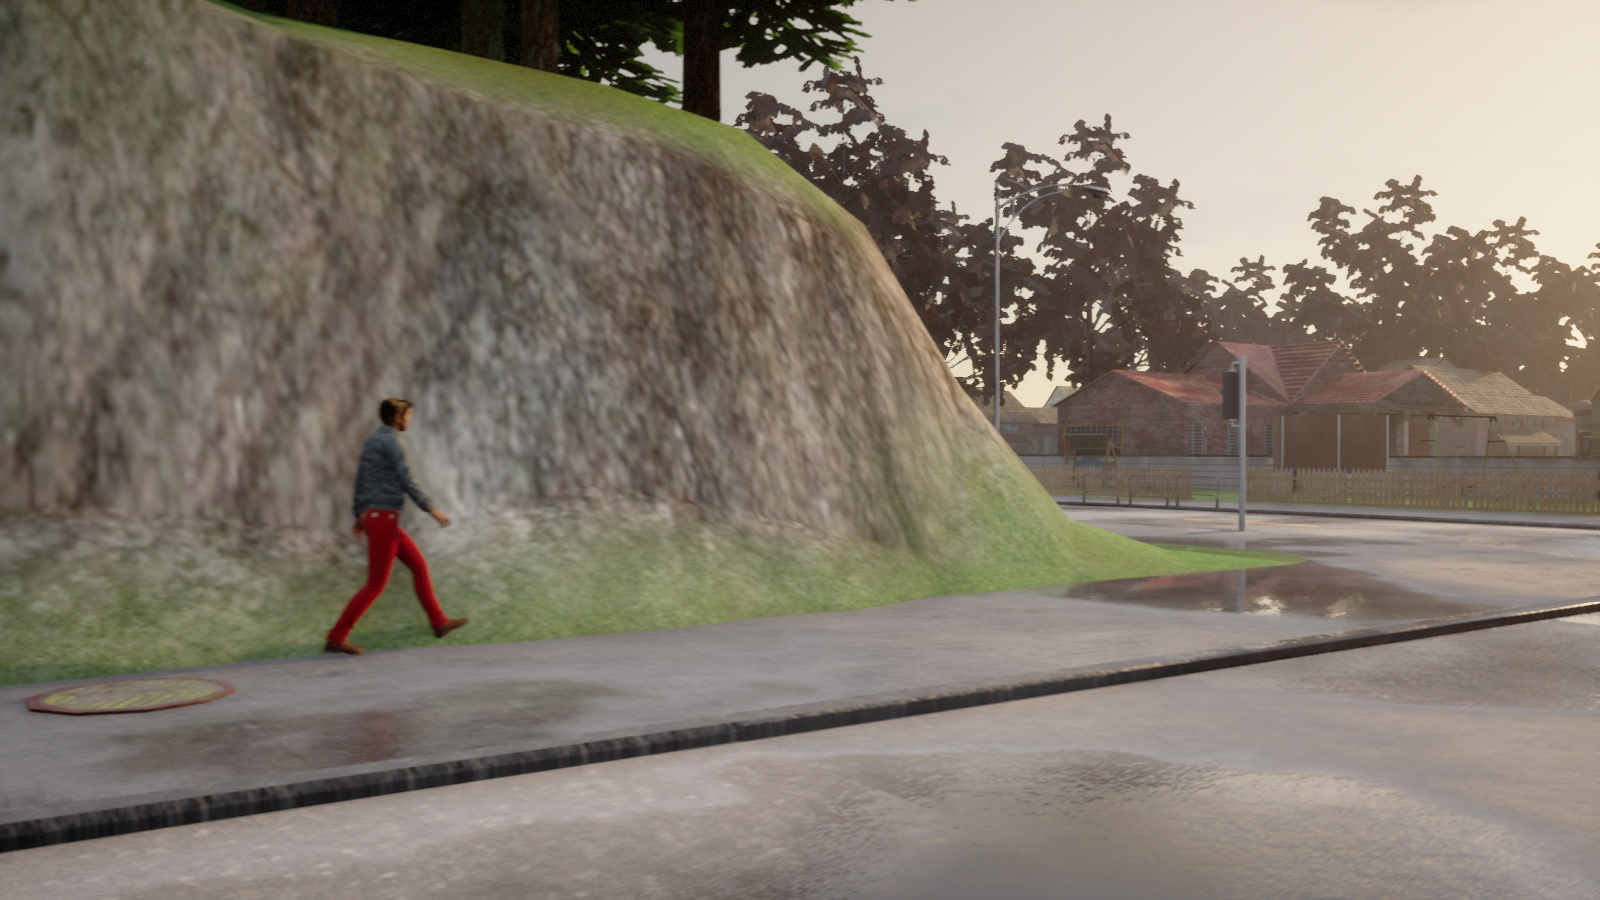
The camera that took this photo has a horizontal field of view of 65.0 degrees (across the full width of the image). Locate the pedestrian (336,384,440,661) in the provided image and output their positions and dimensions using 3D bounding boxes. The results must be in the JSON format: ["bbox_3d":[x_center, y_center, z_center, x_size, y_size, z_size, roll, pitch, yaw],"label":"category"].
[{"bbox_3d":[-2.855,0.486,8.709,0.614,1.847,0.353,0,0,-34],"label":"pedestrian"}]
